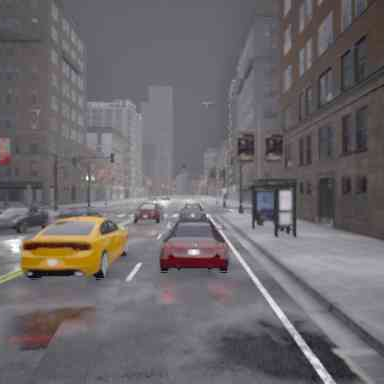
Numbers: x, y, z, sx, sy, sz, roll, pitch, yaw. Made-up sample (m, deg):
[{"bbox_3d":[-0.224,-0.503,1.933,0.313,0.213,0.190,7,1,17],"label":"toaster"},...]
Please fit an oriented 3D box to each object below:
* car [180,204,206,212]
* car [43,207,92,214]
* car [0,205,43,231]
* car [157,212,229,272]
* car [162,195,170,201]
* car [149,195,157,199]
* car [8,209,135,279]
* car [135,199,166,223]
[{"bbox_3d":[0.058,1.554,24.794,1.994,1.385,4.181,0,0,0],"label":"car"},{"bbox_3d":[-6.582,1.555,19.294,1.994,1.385,4.181,0,0,0],"label":"car"},{"bbox_3d":[-9.833,1.516,19.173,1.812,1.442,4.674,0,0,0],"label":"car"},{"bbox_3d":[0.067,1.556,10.755,1.994,1.385,4.181,0,0,0],"label":"car"},{"bbox_3d":[-6.523,1.571,83.546,2.033,1.411,5.357,0,0,0],"label":"car"},{"bbox_3d":[-9.773,1.556,83.545,2.128,1.511,4.902,0,0,0],"label":"car"},{"bbox_3d":[-3.186,1.472,10.056,1.882,1.535,5.008,0,0,0],"label":"car"},{"bbox_3d":[-3.190,1.516,25.178,1.812,1.442,4.674,0,0,0],"label":"car"}]
